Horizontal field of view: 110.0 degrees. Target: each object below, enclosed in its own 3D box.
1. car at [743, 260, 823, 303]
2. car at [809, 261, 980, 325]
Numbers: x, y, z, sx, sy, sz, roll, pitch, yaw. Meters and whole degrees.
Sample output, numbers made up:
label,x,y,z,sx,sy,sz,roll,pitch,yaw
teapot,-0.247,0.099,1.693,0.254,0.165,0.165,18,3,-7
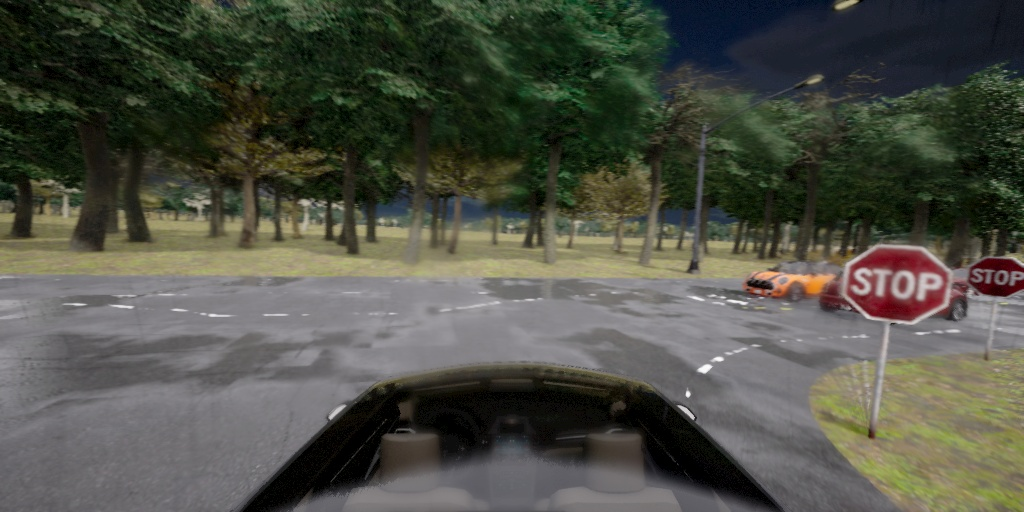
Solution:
label,x,y,z,sx,sy,sz,roll,pitch,yaw
car,12.903,1.015,16.196,4.553,1.767,2.097,1,4,-15
car,13.392,1.278,12.610,4.553,1.767,2.097,1,4,-16
